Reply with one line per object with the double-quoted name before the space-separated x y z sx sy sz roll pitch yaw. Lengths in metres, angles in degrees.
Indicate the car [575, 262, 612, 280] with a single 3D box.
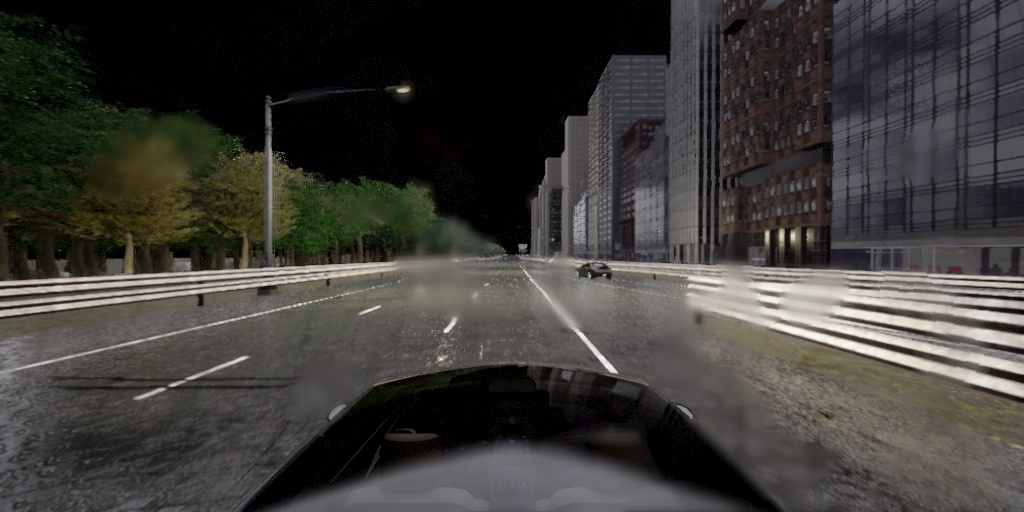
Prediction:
"car" 7.108 1.306 31.535 1.837 1.490 4.892 0 0 -10
